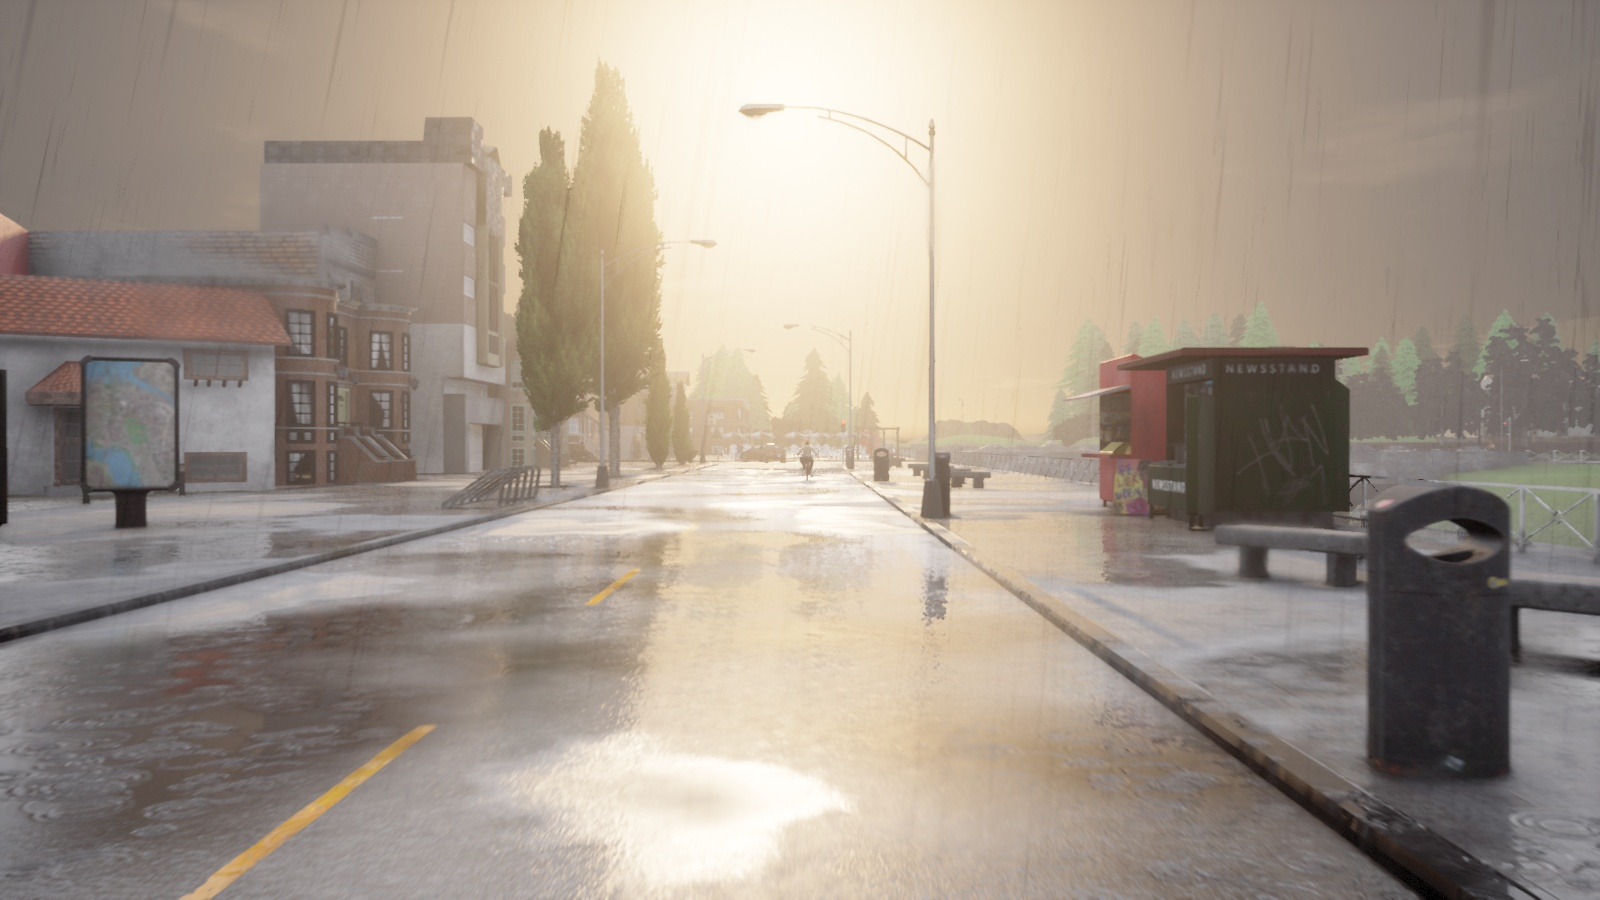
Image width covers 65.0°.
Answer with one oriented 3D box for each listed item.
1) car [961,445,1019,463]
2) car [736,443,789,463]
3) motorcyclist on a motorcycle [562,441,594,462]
[{"bbox_3d":[14.682,0.274,97.229,4.181,1.385,1.994,0,0,1],"label":"car"},{"bbox_3d":[-2.827,0.229,93.845,1.816,1.474,4.193,0,0,-37],"label":"car"},{"bbox_3d":[-17.213,0.134,97.410,2.350,1.649,0.766,0,0,0],"label":"motorcyclist on a motorcycle"}]
